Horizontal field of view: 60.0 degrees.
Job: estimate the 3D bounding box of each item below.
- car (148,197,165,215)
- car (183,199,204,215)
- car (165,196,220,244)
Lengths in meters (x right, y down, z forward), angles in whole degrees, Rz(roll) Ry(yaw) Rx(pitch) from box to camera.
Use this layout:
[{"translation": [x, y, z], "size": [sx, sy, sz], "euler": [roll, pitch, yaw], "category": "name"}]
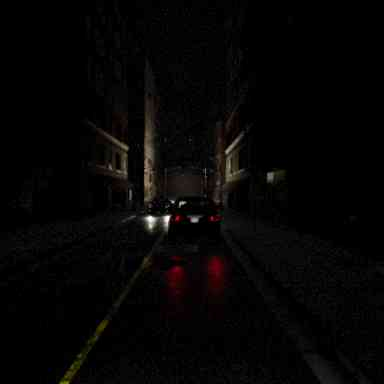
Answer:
[{"translation": [-3.070, 1.302, 32.680], "size": [2.097, 1.767, 4.553], "euler": [0, 0, 0], "category": "car"}, {"translation": [0.112, 1.493, 34.971], "size": [2.033, 1.411, 5.357], "euler": [0, 0, 0], "category": "car"}, {"translation": [0.106, 1.203, 15.839], "size": [2.150, 2.045, 5.566], "euler": [0, 0, 0], "category": "car"}]
